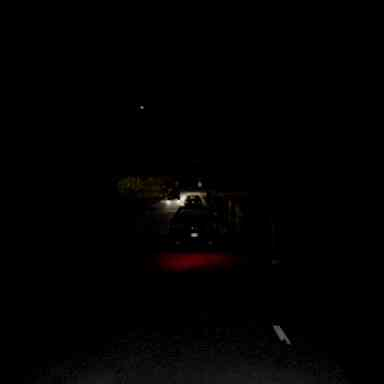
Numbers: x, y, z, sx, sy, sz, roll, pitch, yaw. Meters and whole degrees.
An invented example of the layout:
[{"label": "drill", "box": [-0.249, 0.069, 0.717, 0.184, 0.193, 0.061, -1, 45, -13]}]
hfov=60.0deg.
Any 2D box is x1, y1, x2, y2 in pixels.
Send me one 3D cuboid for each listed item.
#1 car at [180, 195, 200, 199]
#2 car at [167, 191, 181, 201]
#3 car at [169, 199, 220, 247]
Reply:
[{"label": "car", "box": [0.102, 1.001, 34.354, 2.033, 1.411, 5.357, 0, 1, 0]}, {"label": "car", "box": [-2.745, 0.561, 51.776, 1.837, 1.490, 4.892, 0, 1, 0]}, {"label": "car", "box": [0.090, 1.312, 14.180, 1.882, 1.535, 5.008, 0, 1, 0]}]
